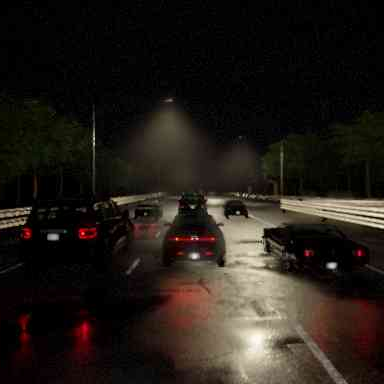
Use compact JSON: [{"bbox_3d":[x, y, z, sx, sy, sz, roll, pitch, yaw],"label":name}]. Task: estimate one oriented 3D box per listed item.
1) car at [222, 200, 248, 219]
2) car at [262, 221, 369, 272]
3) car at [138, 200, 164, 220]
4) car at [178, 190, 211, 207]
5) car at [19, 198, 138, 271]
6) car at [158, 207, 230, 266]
[{"bbox_3d":[3.582,1.419,28.049,1.812,1.442,4.674,0,0,0],"label":"car"},{"bbox_3d":[3.567,1.572,10.648,1.895,1.301,4.718,0,0,1],"label":"car"},{"bbox_3d":[-3.425,1.392,27.075,2.128,1.511,4.902,0,1,0],"label":"car"},{"bbox_3d":[0.069,1.132,25.982,2.150,2.045,5.566,0,1,0],"label":"car"},{"bbox_3d":[-3.434,1.194,10.962,2.150,2.045,5.566,0,0,0],"label":"car"},{"bbox_3d":[0.070,1.473,11.327,1.837,1.490,4.892,0,0,0],"label":"car"}]
